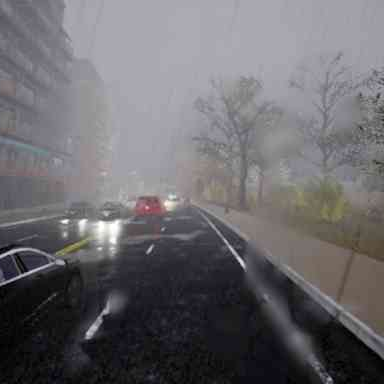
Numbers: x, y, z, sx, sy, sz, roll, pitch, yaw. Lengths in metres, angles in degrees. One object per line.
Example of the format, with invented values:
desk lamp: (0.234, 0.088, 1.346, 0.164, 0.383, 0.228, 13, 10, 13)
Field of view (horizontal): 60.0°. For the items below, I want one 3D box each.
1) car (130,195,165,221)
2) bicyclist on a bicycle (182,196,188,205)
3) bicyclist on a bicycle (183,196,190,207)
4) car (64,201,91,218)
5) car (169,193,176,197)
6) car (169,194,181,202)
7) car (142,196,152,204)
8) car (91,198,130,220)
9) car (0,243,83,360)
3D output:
car: (-3.516, 1.297, 28.182, 2.150, 2.045, 5.566, 0, 0, -2)
bicyclist on a bicycle: (-1.287, 1.586, 61.301, 0.866, 1.612, 1.509, 0, -1, -5)
bicyclist on a bicycle: (-0.588, 1.499, 51.558, 0.659, 1.776, 1.843, 0, 0, -4)
car: (-10.311, 1.589, 30.869, 1.837, 1.490, 4.892, 0, 0, -2)
car: (-5.325, 1.311, 92.453, 2.150, 2.045, 5.566, 0, 0, -7)
car: (-3.787, 1.773, 78.769, 1.895, 1.301, 4.718, 0, 0, -6)
car: (-9.467, 1.619, 70.097, 1.882, 1.535, 5.008, 0, 0, -5)
car: (-7.012, 1.571, 29.437, 2.128, 1.511, 4.902, 0, 0, -2)
car: (-3.155, 1.505, 4.938, 2.128, 1.511, 4.902, 0, 0, 0)
